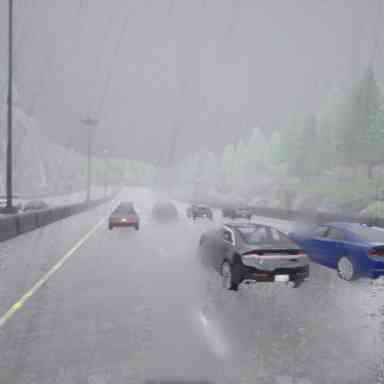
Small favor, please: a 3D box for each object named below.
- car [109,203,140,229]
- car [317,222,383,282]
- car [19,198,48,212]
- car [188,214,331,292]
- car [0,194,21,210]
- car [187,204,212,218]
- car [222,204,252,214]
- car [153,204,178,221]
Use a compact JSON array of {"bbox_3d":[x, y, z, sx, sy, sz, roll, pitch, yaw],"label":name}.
[{"bbox_3d":[-4.631,1.735,22.818,1.994,1.385,4.181,1,-1,-11],"label":"car"},{"bbox_3d":[4.805,1.695,10.587,1.882,1.535,5.008,1,-1,-11],"label":"car"},{"bbox_3d":[-18.735,1.656,40.051,1.994,1.385,4.181,1,-1,-10],"label":"car"},{"bbox_3d":[1.459,1.630,9.447,2.128,1.511,4.902,1,-1,-11],"label":"car"},{"bbox_3d":[-22.303,1.245,40.158,2.150,2.045,5.566,1,-1,-10],"label":"car"},{"bbox_3d":[0.685,1.890,32.378,1.837,1.490,4.892,1,-1,-11],"label":"car"},{"bbox_3d":[4.258,1.946,32.318,2.128,1.511,4.902,1,-1,-11],"label":"car"},{"bbox_3d":[-2.466,1.790,30.212,2.128,1.511,4.902,1,-1,-11],"label":"car"}]
